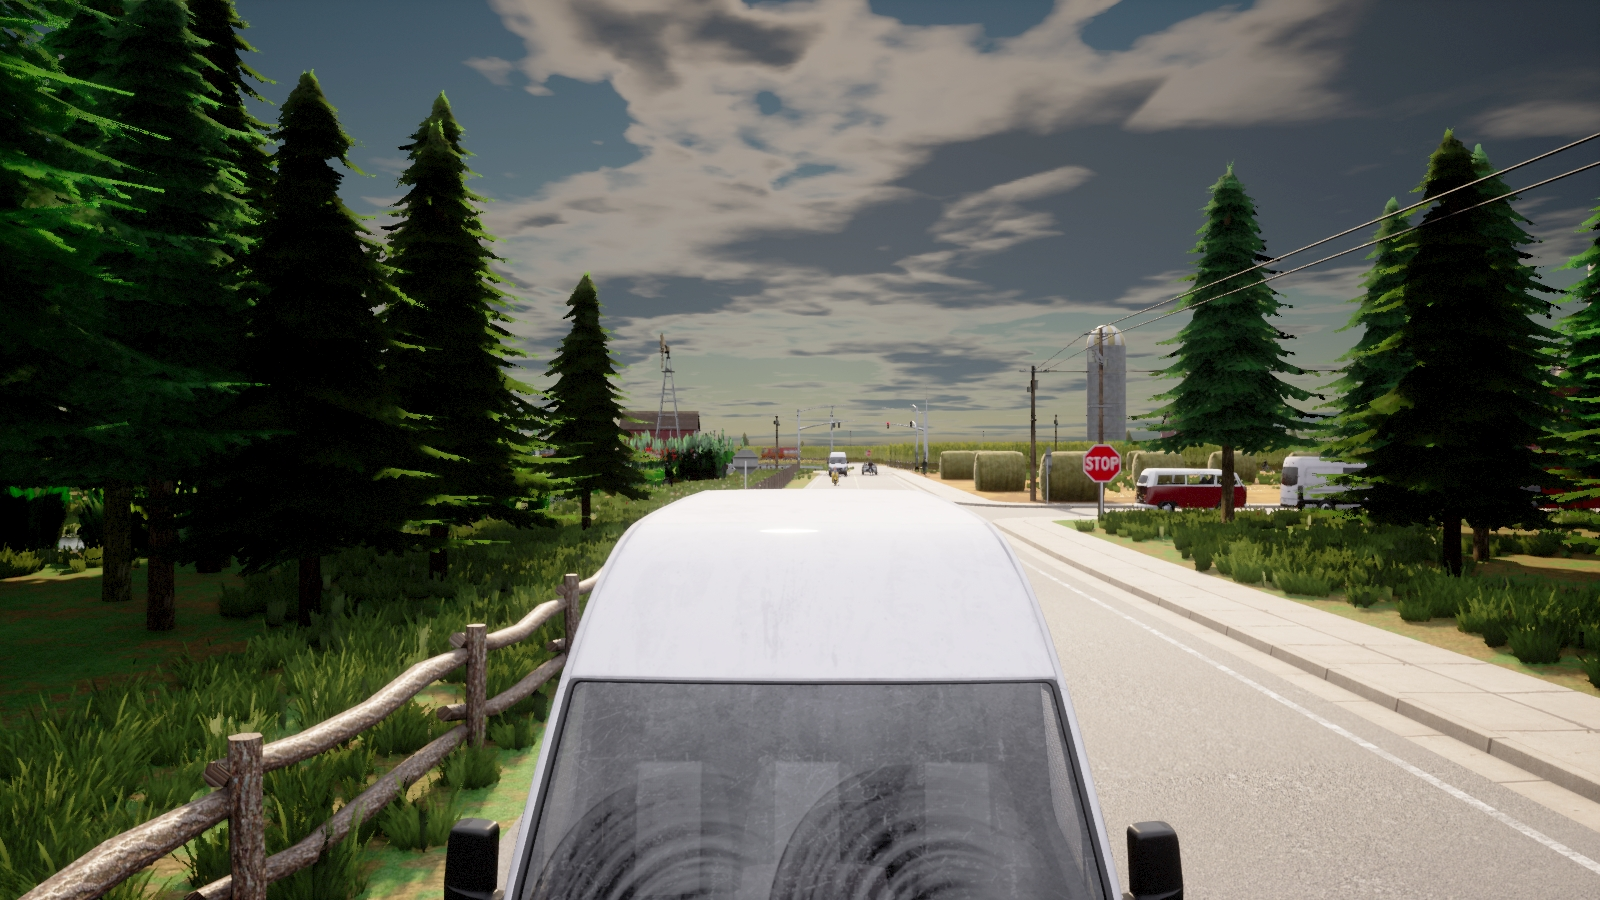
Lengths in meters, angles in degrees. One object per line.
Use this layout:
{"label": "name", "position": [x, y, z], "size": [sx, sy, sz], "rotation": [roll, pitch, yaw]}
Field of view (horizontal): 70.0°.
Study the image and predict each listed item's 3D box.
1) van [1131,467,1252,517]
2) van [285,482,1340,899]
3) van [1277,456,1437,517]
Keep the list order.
{"label": "van", "position": [16.767, 1.783, 49.041], "size": [4.480, 2.038, 2.069], "rotation": [0, 0, 0]}
{"label": "van", "position": [0.056, 1.508, 5.110], "size": [1.988, 2.561, 5.915], "rotation": [0, 0, 1]}
{"label": "van", "position": [23.869, 1.534, 49.092], "size": [5.915, 2.561, 1.988], "rotation": [0, 0, -1]}
